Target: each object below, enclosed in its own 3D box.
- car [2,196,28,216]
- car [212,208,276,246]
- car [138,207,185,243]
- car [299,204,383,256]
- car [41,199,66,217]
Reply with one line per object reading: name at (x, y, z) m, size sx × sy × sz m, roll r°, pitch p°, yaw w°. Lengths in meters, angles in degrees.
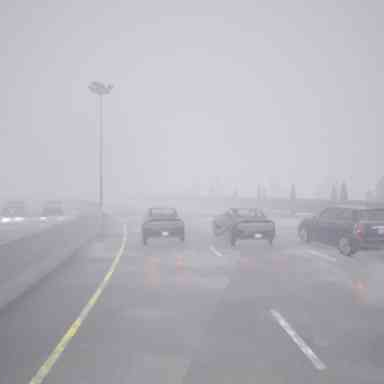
car at (-17.178, 1.482, 32.390) m, size 2.128 × 1.511 × 4.902 m, roll 0°, pitch 0°, yaw -22°
car at (2.187, 1.450, 15.094) m, size 2.128 × 1.511 × 4.902 m, roll 0°, pitch 0°, yaw -8°
car at (-1.485, 1.461, 15.870) m, size 2.128 × 1.511 × 4.902 m, roll 0°, pitch 0°, yaw -9°
car at (5.989, 1.301, 13.041) m, size 2.097 × 1.767 × 4.553 m, roll 0°, pitch 0°, yaw -7°
car at (-13.099, 1.482, 31.530) m, size 1.837 × 1.490 × 4.892 m, roll 0°, pitch 0°, yaw -21°
